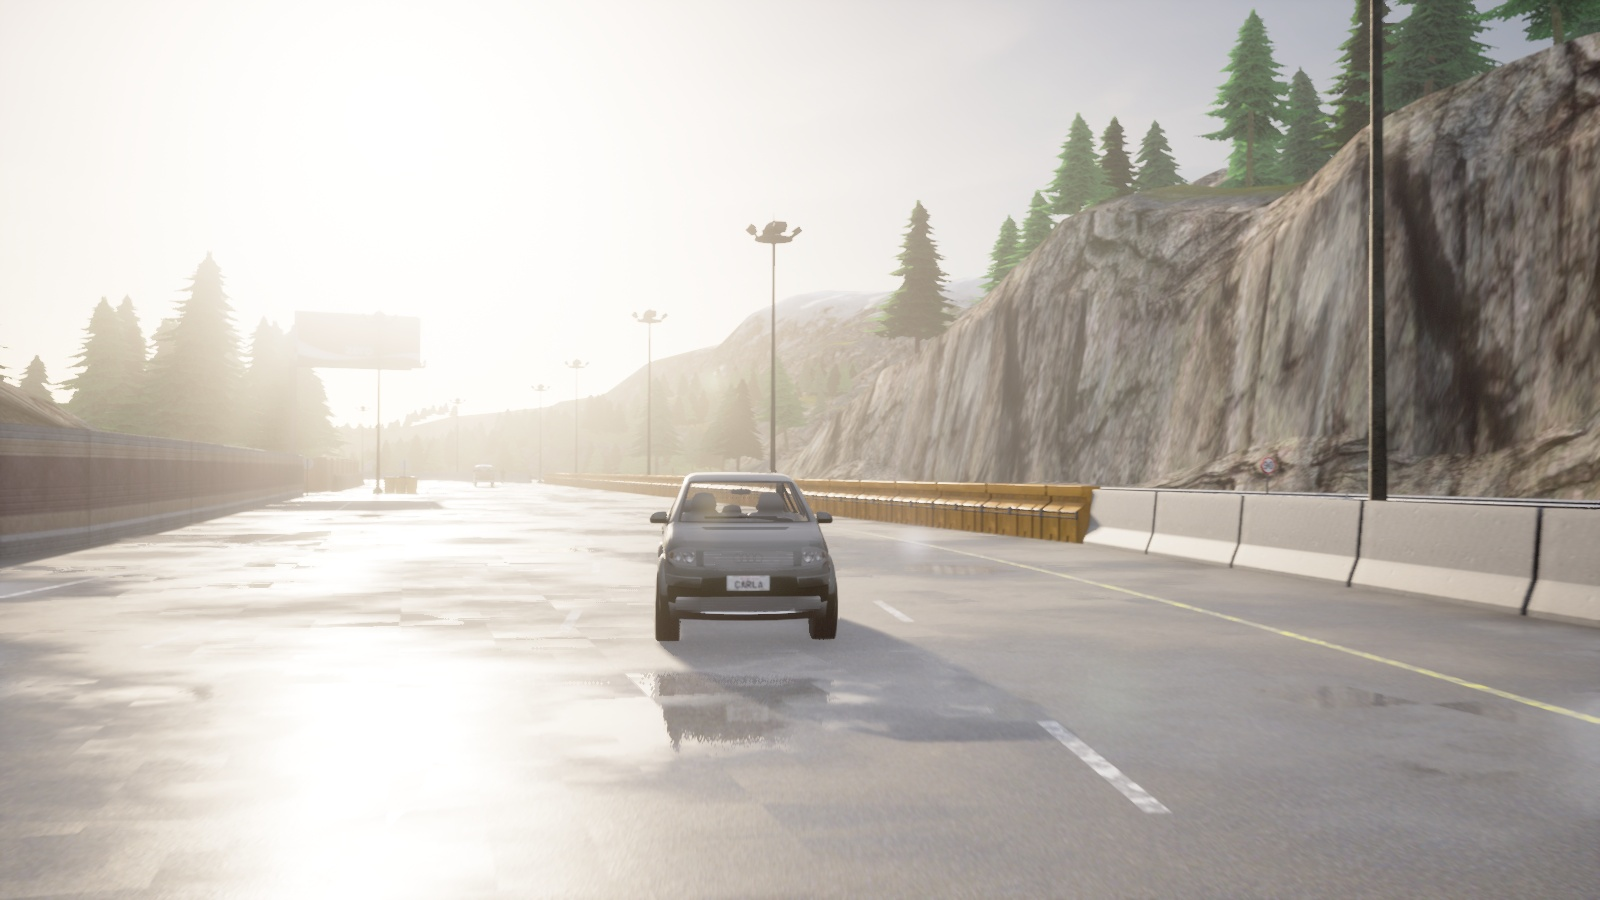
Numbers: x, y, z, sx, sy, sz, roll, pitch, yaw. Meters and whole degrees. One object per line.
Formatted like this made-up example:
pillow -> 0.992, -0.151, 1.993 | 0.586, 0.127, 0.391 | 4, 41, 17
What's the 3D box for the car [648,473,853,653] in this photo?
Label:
car -> -0.620, 1.010, 12.804 | 1.789, 1.549, 3.705 | 0, -1, -6
